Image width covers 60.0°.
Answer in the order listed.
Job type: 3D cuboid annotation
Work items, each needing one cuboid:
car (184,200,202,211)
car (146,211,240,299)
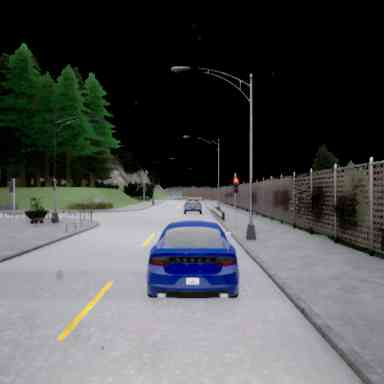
[{"bbox_3d":[0.093,1.525,35.467,2.033,1.411,5.357,0,0,0],"label":"car"},{"bbox_3d":[0.034,1.472,8.519,1.882,1.535,5.008,0,0,0],"label":"car"}]
